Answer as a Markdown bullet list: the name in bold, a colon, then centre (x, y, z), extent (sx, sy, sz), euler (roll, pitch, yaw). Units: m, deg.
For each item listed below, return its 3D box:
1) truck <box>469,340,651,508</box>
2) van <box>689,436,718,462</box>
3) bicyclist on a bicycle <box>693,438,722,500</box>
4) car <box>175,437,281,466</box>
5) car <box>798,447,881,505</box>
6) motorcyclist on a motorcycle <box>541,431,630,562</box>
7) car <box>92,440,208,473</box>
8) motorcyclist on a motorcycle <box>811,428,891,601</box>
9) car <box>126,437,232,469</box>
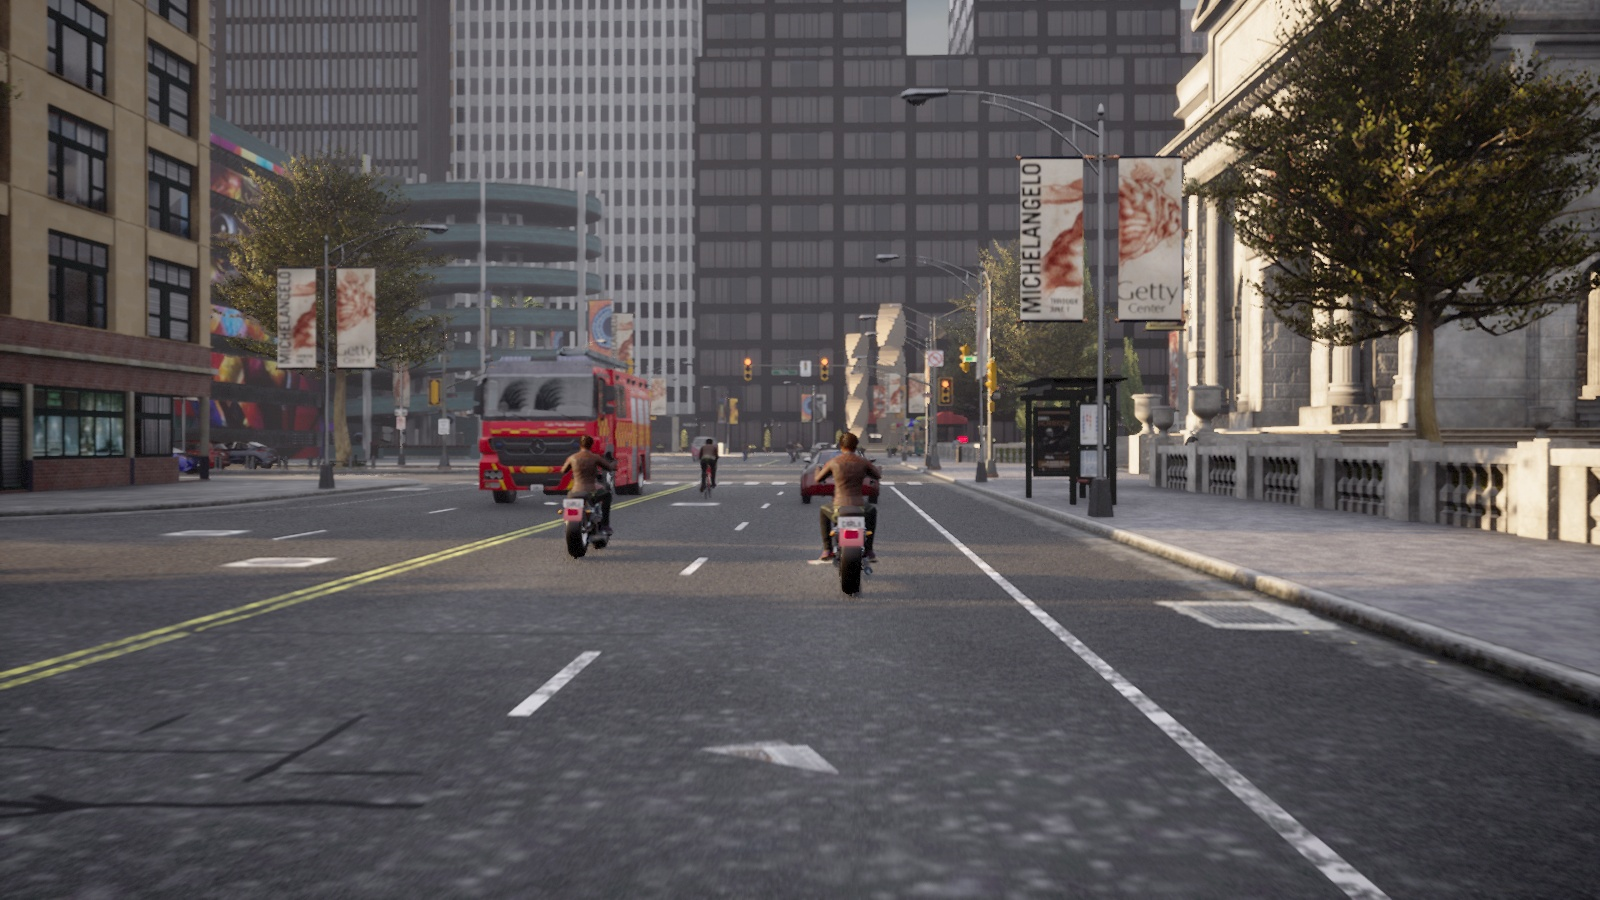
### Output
- **truck**: centre (-5.981, -0.617, 32.866), extent (2.891, 3.827, 8.468), euler (0, 0, 2)
- **van**: centre (-7.464, -0.083, 97.715), extent (1.775, 1.987, 4.442), euler (0, 0, 1)
- **bicyclist on a bicycle**: centre (-2.459, 0.501, 33.541), extent (0.582, 1.620, 1.656), euler (0, -1, 2)
- **car**: centre (-32.389, 0.072, 71.152), extent (5.027, 1.651, 2.152), euler (0, 0, 2)
- **car**: centre (1.010, 0.622, 32.475), extent (1.994, 1.385, 4.181), euler (0, 0, 2)
- **motorcyclist on a motorcycle**: centre (-2.873, 0.594, 17.067), extent (0.766, 1.649, 2.350), euler (0, 0, 1)
- **car**: centre (-30.839, 0.309, 59.655), extent (4.514, 1.525, 2.007), euler (0, 0, 2)
- **motorcyclist on a motorcycle**: centre (0.499, 0.621, 13.159), extent (0.766, 1.649, 2.350), euler (0, 0, 1)
- **car**: centre (-33.442, 0.157, 67.680), extent (4.611, 1.667, 2.242), euler (0, 0, 2)
